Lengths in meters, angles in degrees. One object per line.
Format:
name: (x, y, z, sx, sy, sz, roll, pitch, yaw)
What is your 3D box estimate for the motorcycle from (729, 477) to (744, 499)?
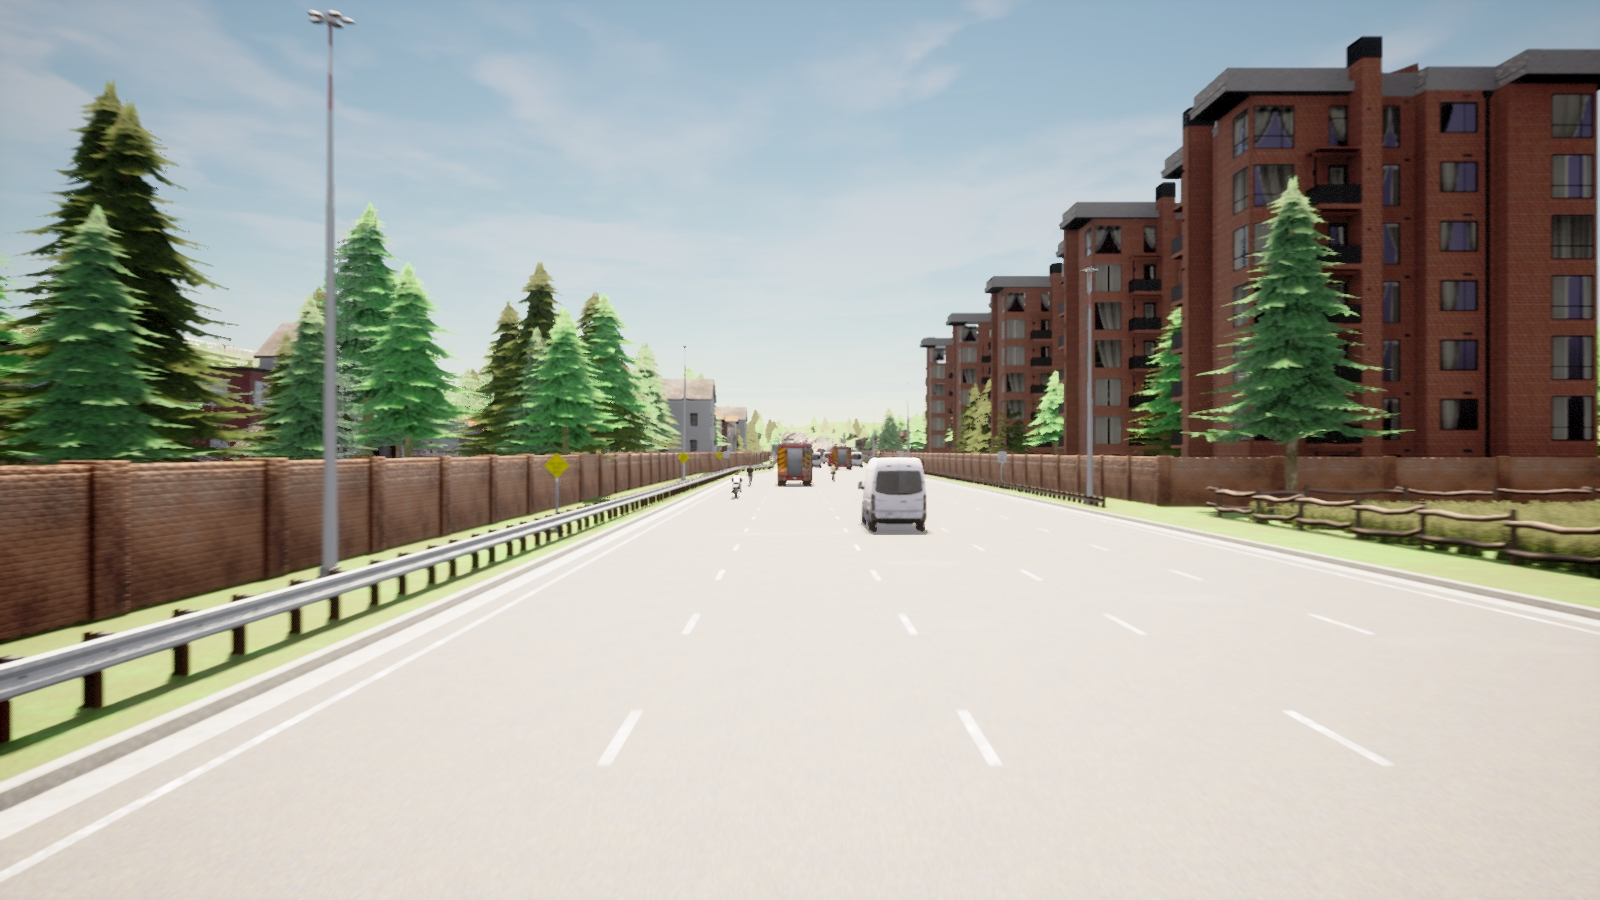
motorcycle: (-3.729, 2.223, 67.422, 0.803, 1.199, 2.033, 0, 0, -1)

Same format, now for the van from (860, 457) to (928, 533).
van: (3.353, 1.557, 41.781, 1.988, 2.561, 5.915, 0, 0, 0)
